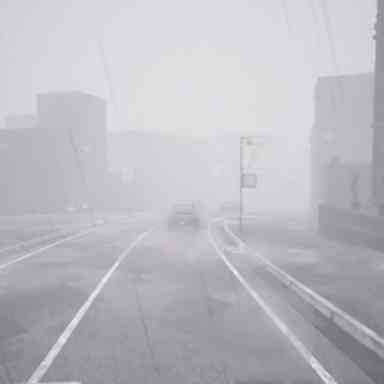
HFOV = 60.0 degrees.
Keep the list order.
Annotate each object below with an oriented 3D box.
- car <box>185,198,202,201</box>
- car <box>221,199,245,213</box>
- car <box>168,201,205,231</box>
[{"bbox_3d":[0.037,1.537,38.552,1.837,1.490,4.892,1,0,24],"label":"car"},{"bbox_3d":[5.047,1.650,40.589,2.128,1.511,4.902,2,0,27],"label":"car"},{"bbox_3d":[-0.387,1.528,21.035,2.128,1.511,4.902,0,0,4],"label":"car"}]
